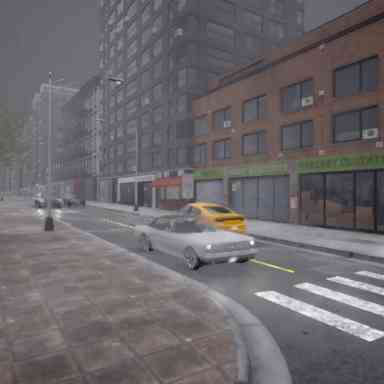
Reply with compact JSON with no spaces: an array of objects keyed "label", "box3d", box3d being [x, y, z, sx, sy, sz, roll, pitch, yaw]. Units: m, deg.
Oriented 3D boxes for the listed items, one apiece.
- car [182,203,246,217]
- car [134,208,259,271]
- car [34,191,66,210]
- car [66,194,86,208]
[{"label":"car","box3d":[0.381,1.260,15.335,1.882,1.535,5.008,0,1,-32]},{"label":"car","box3d":[-0.100,1.430,10.561,1.895,1.301,4.718,0,1,-32]},{"label":"car","box3d":[-14.650,0.796,33.746,2.097,1.767,4.553,0,0,-32]},{"label":"car","box3d":[-13.227,0.931,36.975,2.128,1.511,4.902,0,0,-32]}]
